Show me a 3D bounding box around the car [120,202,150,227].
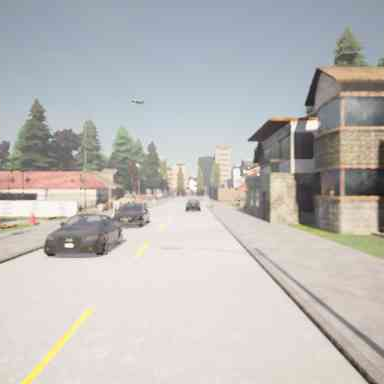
[{"bbox_3d":[-4.031,1.512,22.794,1.837,1.490,4.892,0,0,0],"label":"car"}]

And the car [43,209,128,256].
[{"bbox_3d":[-4.036,1.568,12.940,1.994,1.385,4.181,0,0,0],"label":"car"}]

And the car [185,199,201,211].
[{"bbox_3d":[0.148,1.563,40.312,2.033,1.411,5.357,0,0,0],"label":"car"}]
